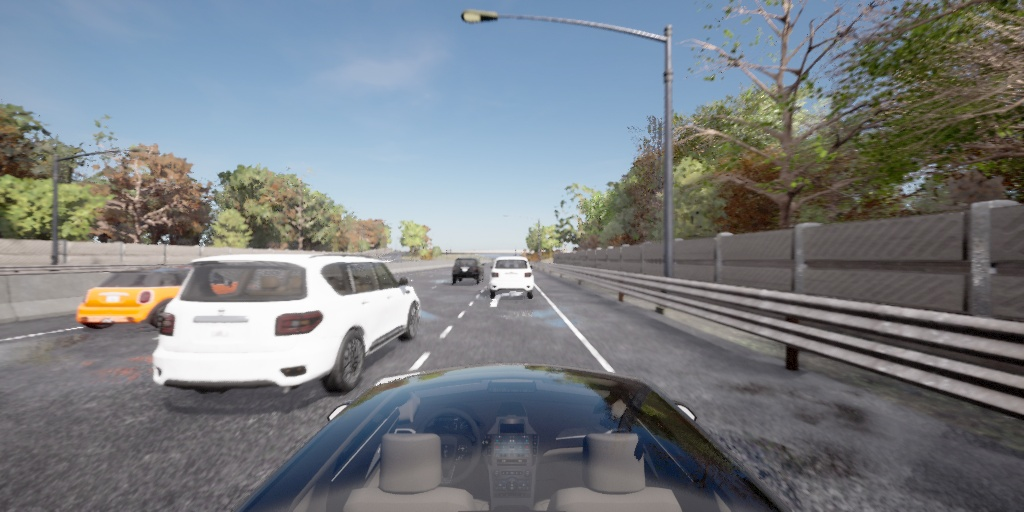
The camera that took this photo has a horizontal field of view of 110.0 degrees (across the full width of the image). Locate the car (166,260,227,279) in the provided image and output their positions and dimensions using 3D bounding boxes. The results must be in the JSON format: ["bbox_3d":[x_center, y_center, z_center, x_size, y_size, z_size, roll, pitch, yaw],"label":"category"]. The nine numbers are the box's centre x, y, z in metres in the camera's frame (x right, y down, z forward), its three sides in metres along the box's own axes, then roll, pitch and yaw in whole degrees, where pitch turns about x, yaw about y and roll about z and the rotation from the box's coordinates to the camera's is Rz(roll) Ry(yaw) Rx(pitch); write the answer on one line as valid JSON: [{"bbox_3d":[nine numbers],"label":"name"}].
[{"bbox_3d":[-31.627,1.281,36.150,2.097,1.767,4.553,0,0,0],"label":"car"}]

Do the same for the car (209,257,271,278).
[{"bbox_3d":[-28.128,1.165,37.412,2.150,2.045,5.566,0,-1,0],"label":"car"}]

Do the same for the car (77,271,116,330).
[{"bbox_3d":[-10.417,1.148,11.485,2.097,1.767,4.553,0,0,0],"label":"car"}]

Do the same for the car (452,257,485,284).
[{"bbox_3d":[-3.448,1.128,28.841,2.150,2.045,5.566,0,0,0],"label":"car"}]

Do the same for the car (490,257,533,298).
[{"bbox_3d":[-0.029,1.074,19.539,2.150,2.045,5.566,0,0,0],"label":"car"}]

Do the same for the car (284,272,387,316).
[{"bbox_3d":[-6.920,1.419,14.713,1.895,1.301,4.718,0,0,0],"label":"car"}]

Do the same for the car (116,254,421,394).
[{"bbox_3d":[-3.409,0.997,6.865,2.150,2.045,5.566,0,0,0],"label":"car"}]
